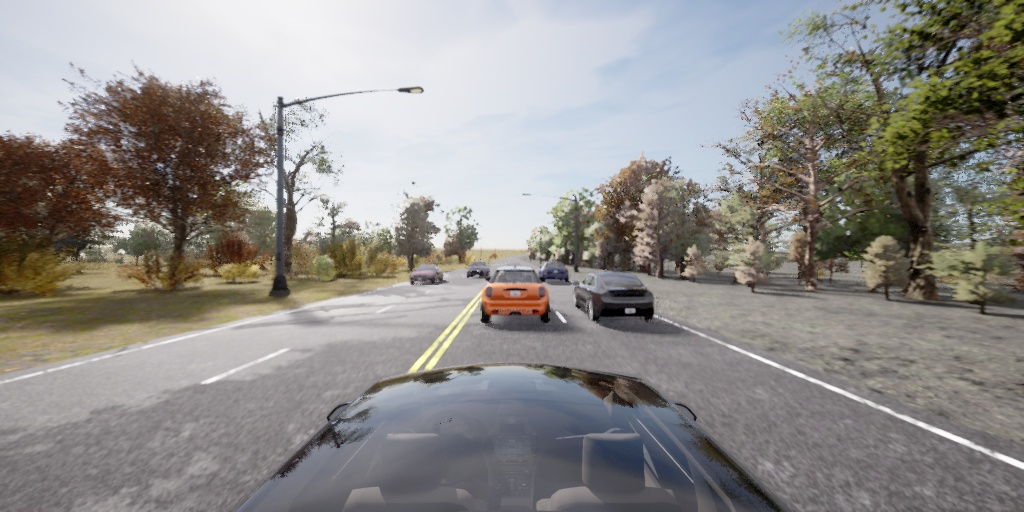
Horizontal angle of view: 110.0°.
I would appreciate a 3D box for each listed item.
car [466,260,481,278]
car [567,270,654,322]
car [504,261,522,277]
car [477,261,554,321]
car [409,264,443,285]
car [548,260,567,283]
[{"bbox_3d":[-3.245,1.245,35.531,2.097,1.767,4.553,0,0,0],"label":"car"},{"bbox_3d":[3.347,1.291,12.571,1.837,1.490,4.892,-1,0,0],"label":"car"},{"bbox_3d":[0.105,1.371,38.506,1.882,1.535,5.008,0,0,0],"label":"car"},{"bbox_3d":[0.100,1.145,12.736,2.097,1.767,4.553,0,0,0],"label":"car"},{"bbox_3d":[-6.564,1.378,27.892,1.812,1.442,4.674,0,0,0],"label":"car"},{"bbox_3d":[3.348,1.203,29.594,2.097,1.767,4.553,-1,0,0],"label":"car"}]
